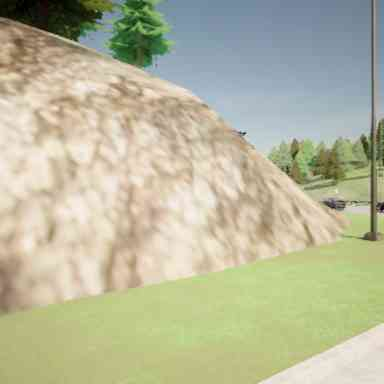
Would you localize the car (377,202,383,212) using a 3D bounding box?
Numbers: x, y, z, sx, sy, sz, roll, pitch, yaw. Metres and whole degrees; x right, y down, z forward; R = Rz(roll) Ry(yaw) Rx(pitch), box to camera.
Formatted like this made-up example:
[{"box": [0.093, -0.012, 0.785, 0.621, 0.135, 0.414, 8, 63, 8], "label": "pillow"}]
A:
[{"box": [21.690, 1.318, 35.174, 2.097, 1.767, 4.553, 0, 0, -7], "label": "car"}]

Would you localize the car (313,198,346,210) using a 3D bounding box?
[{"box": [17.086, 1.457, 41.604, 2.128, 1.511, 4.902, 0, 0, -15], "label": "car"}]
